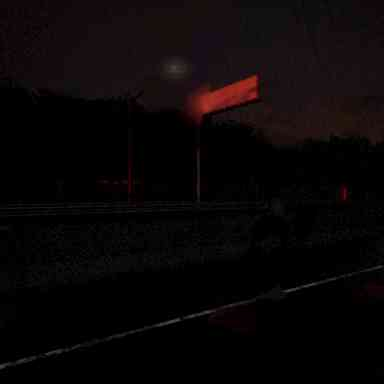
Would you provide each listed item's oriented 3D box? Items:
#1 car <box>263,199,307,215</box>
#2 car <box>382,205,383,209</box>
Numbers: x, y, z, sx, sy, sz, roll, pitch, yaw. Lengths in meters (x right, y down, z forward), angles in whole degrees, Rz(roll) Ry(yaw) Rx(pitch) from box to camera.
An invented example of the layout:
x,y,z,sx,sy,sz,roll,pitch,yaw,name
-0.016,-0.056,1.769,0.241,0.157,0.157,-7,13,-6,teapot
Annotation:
x,y,z,sx,sy,sz,roll,pitch,yaw,name
8.920,1.457,31.817,4.553,1.767,2.097,0,0,-35,car
23.508,1.694,37.873,4.902,1.511,2.128,1,0,-35,car
